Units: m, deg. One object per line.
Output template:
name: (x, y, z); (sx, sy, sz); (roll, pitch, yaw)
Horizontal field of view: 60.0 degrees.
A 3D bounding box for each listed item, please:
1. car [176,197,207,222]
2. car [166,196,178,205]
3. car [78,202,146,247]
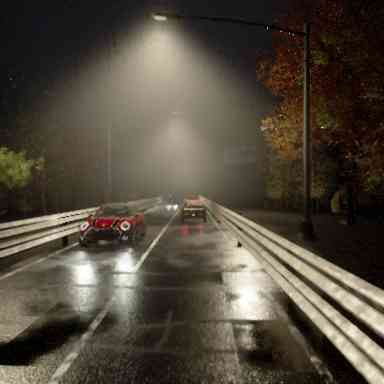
car: (0.119, 1.413, 25.796); (2.128, 1.511, 4.902); (0, 0, 0)
car: (-3.289, 1.374, 56.581); (2.128, 1.511, 4.902); (0, 0, 0)
car: (-3.338, 1.290, 14.641); (2.097, 1.767, 4.553); (0, 0, 0)
